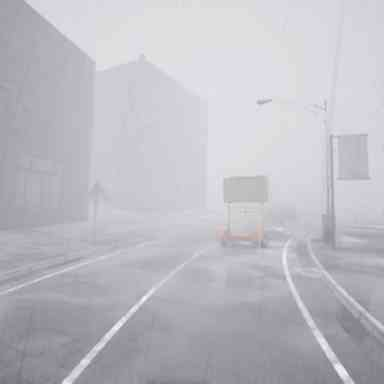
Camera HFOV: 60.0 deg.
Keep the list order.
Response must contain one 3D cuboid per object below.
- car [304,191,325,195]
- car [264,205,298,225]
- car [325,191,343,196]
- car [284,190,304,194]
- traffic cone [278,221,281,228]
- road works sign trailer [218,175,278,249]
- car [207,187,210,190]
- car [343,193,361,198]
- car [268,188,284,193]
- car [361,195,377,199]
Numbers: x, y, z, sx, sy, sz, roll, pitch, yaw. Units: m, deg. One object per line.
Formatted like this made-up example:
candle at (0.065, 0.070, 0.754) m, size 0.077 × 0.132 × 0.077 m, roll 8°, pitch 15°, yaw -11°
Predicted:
car at (27.768, 0.465, 77.806) m, size 5.008 × 1.535 × 2.097 m, roll 3°, pitch -6°, yaw -19°
car at (9.837, 2.492, 36.756) m, size 2.150 × 2.045 × 5.566 m, roll -4°, pitch -4°, yaw 39°
car at (32.959, 0.627, 79.694) m, size 4.553 × 1.767 × 2.185 m, roll 3°, pitch -6°, yaw -20°
car at (22.517, 0.228, 76.029) m, size 4.674 × 1.452 × 2.002 m, roll 3°, pitch -6°, yaw -17°
traffic cone at (7.674, 2.872, 29.472) m, size 0.340 × 0.580 × 0.340 m, roll -2°, pitch -3°, yaw 24°
road works sign trailer at (2.857, 0.949, 17.400) m, size 2.380 × 3.560 × 2.880 m, roll -1°, pitch -2°, yaw 25°
car at (1.447, -0.864, 69.761) m, size 4.553 × 1.767 × 2.185 m, roll 2°, pitch -6°, yaw -16°
car at (38.288, 1.090, 81.748) m, size 4.792 × 1.488 × 2.163 m, roll 3°, pitch -6°, yaw -21°
car at (17.230, -0.073, 74.373) m, size 4.892 × 1.521 × 2.231 m, roll 3°, pitch -6°, yaw -16°
car at (43.386, 1.408, 83.840) m, size 4.674 × 1.452 × 2.002 m, roll 3°, pitch -6°, yaw -22°
